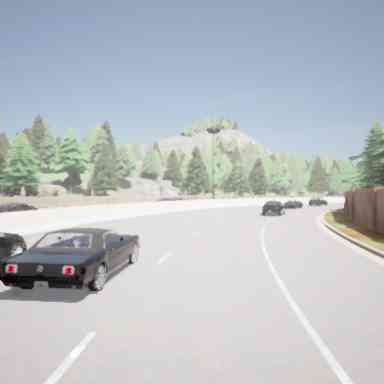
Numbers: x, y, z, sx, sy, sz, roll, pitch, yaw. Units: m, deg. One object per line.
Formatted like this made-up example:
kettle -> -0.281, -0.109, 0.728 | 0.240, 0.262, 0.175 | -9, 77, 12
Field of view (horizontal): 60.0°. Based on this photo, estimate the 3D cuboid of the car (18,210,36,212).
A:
car -> -11.621, 1.468, 20.977 | 1.837, 1.490, 4.892 | 0, 0, 13

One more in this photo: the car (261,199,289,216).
car -> 8.317, 1.591, 33.712 | 1.837, 1.490, 4.892 | 0, 0, 23

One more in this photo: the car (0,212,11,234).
car -> -6.314, 1.482, 8.649 | 1.837, 1.490, 4.892 | 0, 0, 5

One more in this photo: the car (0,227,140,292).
car -> -2.814, 1.597, 8.938 | 1.895, 1.301, 4.718 | 0, 0, 6

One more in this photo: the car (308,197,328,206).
car -> 21.904, 1.678, 57.674 | 2.128, 1.511, 4.902 | 0, 0, 44

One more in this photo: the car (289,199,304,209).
car -> 14.584, 1.699, 47.959 | 1.994, 1.385, 4.181 | 0, 0, 36
